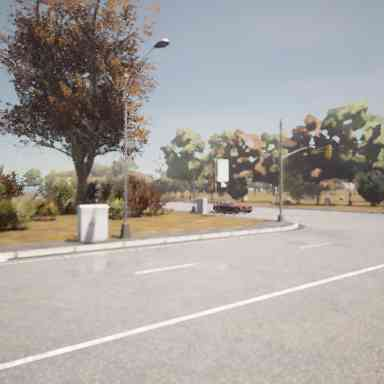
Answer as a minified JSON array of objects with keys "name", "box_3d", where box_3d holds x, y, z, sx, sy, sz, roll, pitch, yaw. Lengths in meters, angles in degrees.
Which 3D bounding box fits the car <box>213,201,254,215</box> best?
[{"name":"car","box_3d":[4.296,1.635,35.131,1.895,1.301,4.718,0,0,-33]}]
